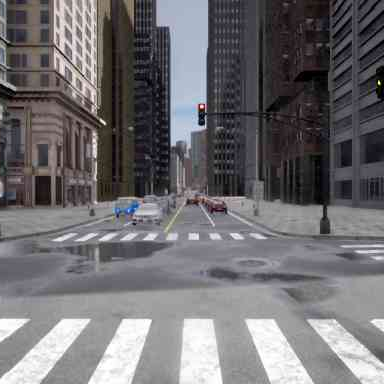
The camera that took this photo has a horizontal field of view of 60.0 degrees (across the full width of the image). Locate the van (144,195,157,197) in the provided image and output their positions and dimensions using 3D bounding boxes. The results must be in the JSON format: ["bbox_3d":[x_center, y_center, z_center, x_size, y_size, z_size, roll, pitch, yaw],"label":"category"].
[{"bbox_3d":[-5.809,1.357,46.519,1.690,1.788,3.998,0,0,0],"label":"van"}]

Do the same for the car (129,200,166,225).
[{"bbox_3d":[-3.118,1.529,24.012,1.812,1.442,4.674,0,0,-2],"label":"car"}]

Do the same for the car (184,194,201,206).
[{"bbox_3d":[0.014,1.500,54.790,1.882,1.535,5.008,0,0,0],"label":"car"}]

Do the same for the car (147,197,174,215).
[{"bbox_3d":[-3.122,1.513,34.055,1.837,1.490,4.892,0,0,0],"label":"car"}]

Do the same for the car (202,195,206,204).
[{"bbox_3d":[2.742,1.561,46.508,1.887,1.381,4.507,0,0,0],"label":"car"}]

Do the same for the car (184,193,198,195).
[{"bbox_3d":[-0.044,1.522,65.170,2.128,1.511,4.902,0,0,0],"label":"car"}]

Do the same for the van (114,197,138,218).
[{"bbox_3d":[-5.800,1.347,29.944,1.690,1.788,3.998,0,0,0],"label":"van"}]

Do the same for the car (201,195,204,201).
[{"bbox_3d":[2.737,1.546,52.203,1.752,1.417,4.829,0,0,0],"label":"car"}]

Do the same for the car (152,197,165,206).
[{"bbox_3d":[-5.814,1.606,57.569,1.802,1.307,4.206,0,0,0],"label":"car"}]

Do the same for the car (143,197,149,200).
[{"bbox_3d":[-5.803,1.553,35.469,1.887,1.381,4.507,0,0,0],"label":"car"}]

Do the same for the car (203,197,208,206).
[{"bbox_3d":[2.747,1.557,40.982,1.887,1.381,4.507,0,0,0],"label":"car"}]

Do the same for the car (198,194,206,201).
[{"bbox_3d":[2.702,1.490,90.712,1.967,1.590,4.097,0,0,0],"label":"car"}]

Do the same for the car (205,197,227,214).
[{"bbox_3d":[2.752,1.553,35.457,1.887,1.381,4.507,0,0,0],"label":"car"}]

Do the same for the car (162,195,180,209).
[{"bbox_3d":[-3.119,1.505,44.776,2.128,1.511,4.902,0,0,0],"label":"car"}]
